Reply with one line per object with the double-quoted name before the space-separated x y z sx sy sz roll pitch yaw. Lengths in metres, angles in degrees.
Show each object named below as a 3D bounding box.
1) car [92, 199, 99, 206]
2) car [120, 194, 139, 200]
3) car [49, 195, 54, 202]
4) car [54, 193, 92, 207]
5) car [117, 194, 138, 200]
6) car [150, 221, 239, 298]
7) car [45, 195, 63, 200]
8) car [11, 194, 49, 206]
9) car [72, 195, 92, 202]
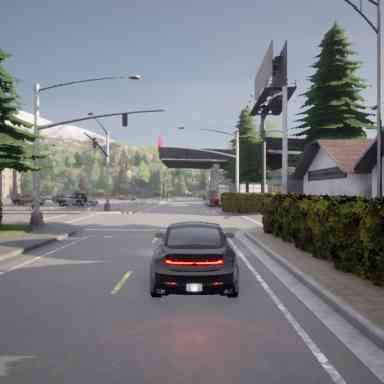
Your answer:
"car" -16.167 1.361 50.278 3.806 1.475 1.970 0 0 0
"car" -16.481 1.339 87.671 4.514 1.523 2.007 0 0 0
"car" -24.005 1.298 62.653 4.514 1.523 2.007 0 0 0
"car" -16.760 1.077 46.950 3.866 1.878 1.905 0 0 0
"car" -16.411 1.330 84.534 5.027 1.636 2.152 0 0 0
"car" 0.061 1.505 8.527 1.837 1.490 4.892 0 0 0
"car" -35.077 1.384 84.577 3.806 1.475 1.970 0 0 0
"car" -24.646 1.097 50.192 4.605 1.855 1.932 0 0 0
"car" -24.018 1.319 72.646 3.633 1.501 1.845 0 0 0
